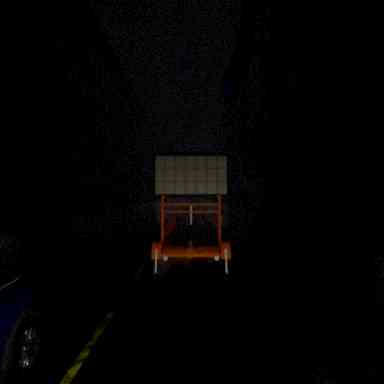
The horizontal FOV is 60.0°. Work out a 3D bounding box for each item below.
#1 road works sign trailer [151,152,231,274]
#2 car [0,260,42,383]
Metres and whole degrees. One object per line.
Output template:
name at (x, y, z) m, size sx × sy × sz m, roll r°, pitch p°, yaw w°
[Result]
road works sign trailer at (-0.027, 0.519, 10.773) m, size 2.380 × 3.560 × 2.880 m, roll 0°, pitch 0°, yaw 0°
car at (-3.005, 1.366, 2.426) m, size 2.097 × 1.767 × 4.553 m, roll 0°, pitch 0°, yaw 0°
